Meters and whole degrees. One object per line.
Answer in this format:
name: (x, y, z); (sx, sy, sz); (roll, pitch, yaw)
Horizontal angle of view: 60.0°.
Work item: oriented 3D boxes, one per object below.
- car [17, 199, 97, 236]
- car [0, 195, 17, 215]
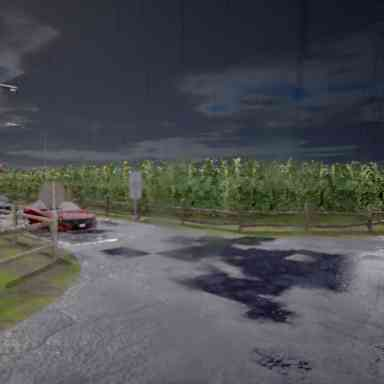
car: (-6.361, 1.080, 15.817); (1.882, 1.535, 5.008); (-1, 2, -44)
car: (-13.516, 0.927, 22.845); (4.181, 1.385, 1.994); (2, 2, 44)
